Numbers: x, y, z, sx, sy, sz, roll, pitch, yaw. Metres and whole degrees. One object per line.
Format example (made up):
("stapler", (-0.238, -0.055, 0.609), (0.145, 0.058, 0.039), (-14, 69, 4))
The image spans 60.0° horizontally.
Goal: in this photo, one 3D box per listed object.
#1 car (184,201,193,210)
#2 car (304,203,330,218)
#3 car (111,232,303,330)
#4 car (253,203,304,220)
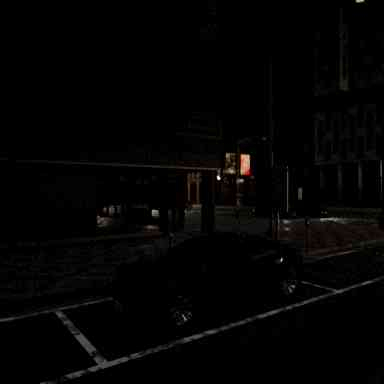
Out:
("car", (-1.701, 2.043, 51.008), (2.128, 1.511, 4.902), (0, -1, -36))
("car", (11.385, 1.813, 32.804), (1.994, 1.385, 4.181), (0, -1, -36))
("car", (0.521, 1.565, 6.929), (4.313, 1.339, 1.947), (0, 0, -36))
("car", (7.952, 1.811, 32.009), (1.812, 1.442, 4.674), (0, -1, -36))
